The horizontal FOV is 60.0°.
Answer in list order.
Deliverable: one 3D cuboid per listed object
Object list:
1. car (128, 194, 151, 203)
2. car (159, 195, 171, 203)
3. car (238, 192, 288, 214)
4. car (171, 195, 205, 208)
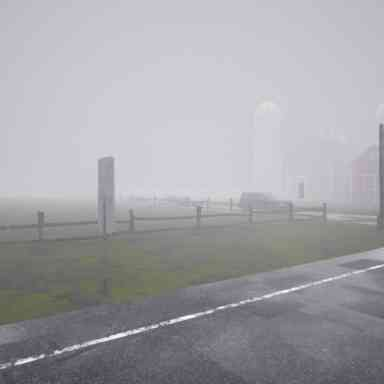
[{"bbox_3d":[-8.671,1.092,54.406,2.033,1.411,5.357,-1,1,-35],"label":"car"},{"bbox_3d":[-3.166,1.121,51.762,2.033,1.411,5.357,-1,1,-36],"label":"car"},{"bbox_3d":[6.993,1.022,32.590,2.150,2.045,5.566,-1,1,-36],"label":"car"},{"bbox_3d":[-0.369,1.283,42.831,1.895,1.301,4.718,-1,1,-36],"label":"car"}]
